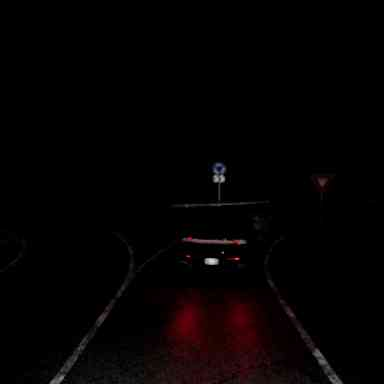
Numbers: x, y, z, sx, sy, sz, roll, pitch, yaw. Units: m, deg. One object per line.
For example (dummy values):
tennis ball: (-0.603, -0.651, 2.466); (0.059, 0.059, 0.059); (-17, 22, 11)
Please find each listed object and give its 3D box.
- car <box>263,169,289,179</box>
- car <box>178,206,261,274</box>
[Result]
car: (12.740, -2.886, 52.175); (1.837, 1.490, 4.892); (-4, 7, -43)
car: (0.923, 1.164, 9.737); (2.128, 1.511, 4.902); (1, 4, 12)
